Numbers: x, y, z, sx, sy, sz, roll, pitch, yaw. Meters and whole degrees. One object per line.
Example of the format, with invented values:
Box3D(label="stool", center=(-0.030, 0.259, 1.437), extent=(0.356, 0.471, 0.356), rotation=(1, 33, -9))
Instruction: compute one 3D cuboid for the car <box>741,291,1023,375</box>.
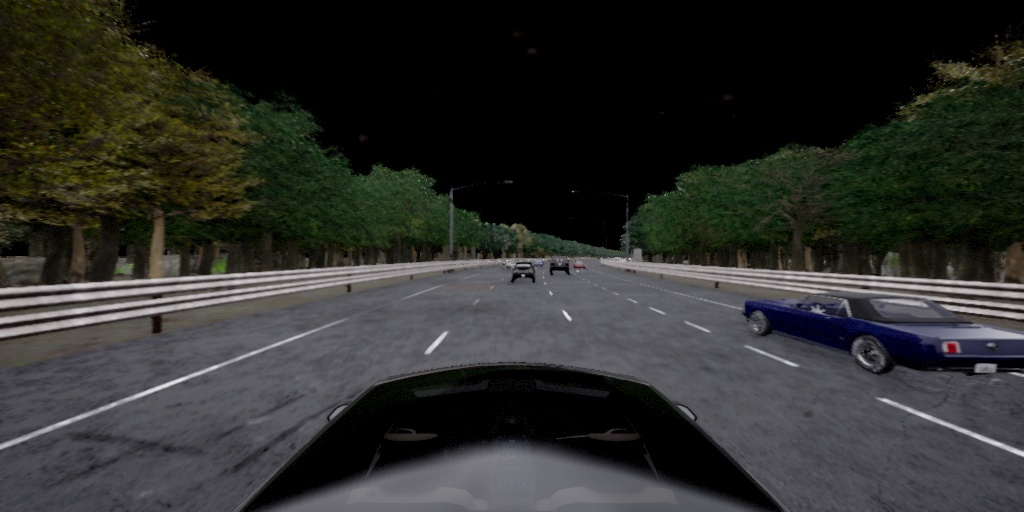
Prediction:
Box3D(label="car", center=(7.121, 1.396, 7.581), extent=(1.895, 1.301, 4.718), rotation=(0, 0, 1))

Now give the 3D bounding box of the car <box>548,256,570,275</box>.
Box3D(label="car", center=(5.374, 1.019, 40.894), extent=(2.150, 2.045, 5.566), rotation=(0, 0, 6))

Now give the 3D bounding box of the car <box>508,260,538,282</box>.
Box3D(label="car", center=(0.999, 1.268, 29.349), extent=(1.837, 1.490, 4.892), rotation=(0, -1, 4))

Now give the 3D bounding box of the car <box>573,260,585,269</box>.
Box3D(label="car", center=(11.487, 1.419, 61.689), extent=(1.994, 1.385, 4.181), rotation=(0, 0, 9))

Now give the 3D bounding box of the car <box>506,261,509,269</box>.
Box3D(label="car", center=(0.282, 1.390, 58.953), extent=(1.895, 1.301, 4.718), rotation=(0, 0, 8))
